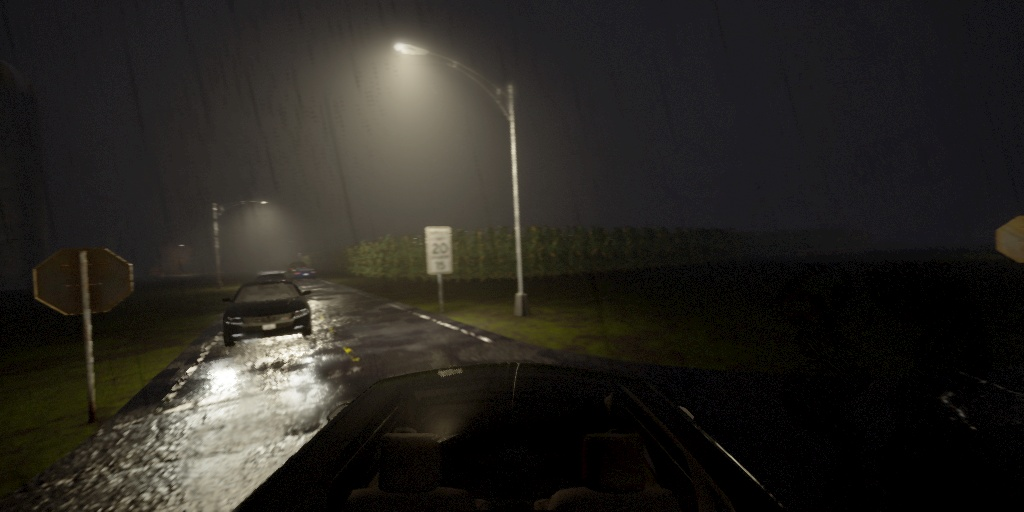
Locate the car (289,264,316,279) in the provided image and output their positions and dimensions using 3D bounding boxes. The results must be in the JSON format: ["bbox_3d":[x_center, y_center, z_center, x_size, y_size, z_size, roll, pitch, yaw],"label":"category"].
[{"bbox_3d":[-22.961,1.952,39.528,1.994,1.385,4.181,-3,1,-35],"label":"car"}]

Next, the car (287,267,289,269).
[{"bbox_3d":[-20.503,1.945,30.710,1.994,1.385,4.181,-3,1,-33],"label":"car"}]

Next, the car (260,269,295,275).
[{"bbox_3d":[-12.775,1.679,19.131,1.812,1.442,4.674,-3,1,-33],"label":"car"}]

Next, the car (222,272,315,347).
[{"bbox_3d":[-7.197,1.468,10.676,1.882,1.535,5.008,-3,1,-33],"label":"car"}]

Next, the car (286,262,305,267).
[{"bbox_3d":[-28.690,1.782,47.875,2.150,2.045,5.566,-3,1,-34],"label":"car"}]
